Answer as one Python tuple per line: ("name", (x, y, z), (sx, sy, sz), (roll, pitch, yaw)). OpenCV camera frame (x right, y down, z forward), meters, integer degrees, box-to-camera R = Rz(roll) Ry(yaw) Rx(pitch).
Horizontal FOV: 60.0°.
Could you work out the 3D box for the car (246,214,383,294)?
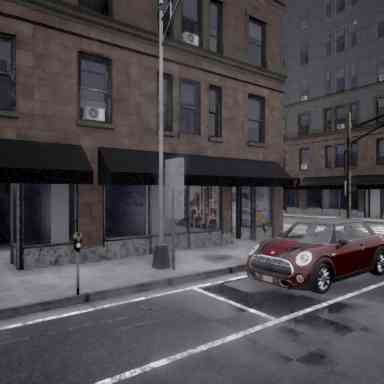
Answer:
("car", (3.312, 1.440, 8.722), (4.097, 1.590, 1.967), (0, 0, -37))
